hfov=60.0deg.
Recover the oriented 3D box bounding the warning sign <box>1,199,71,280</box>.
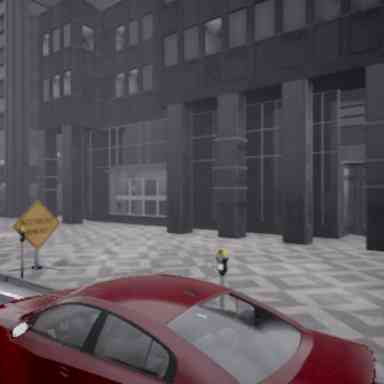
[{"bbox_3d":[-4.038,1.140,8.680,1.060,1.860,1.300,0,0,36],"label":"warning sign"}]

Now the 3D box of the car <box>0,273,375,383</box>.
[{"bbox_3d":[-0.612,1.551,3.399,4.507,1.381,1.887,0,0,36],"label":"car"}]
